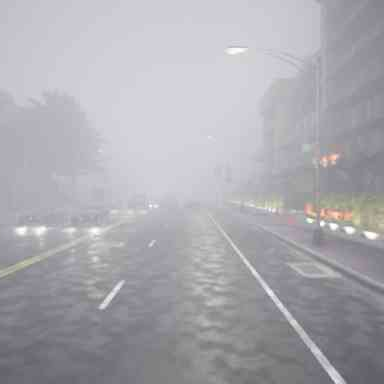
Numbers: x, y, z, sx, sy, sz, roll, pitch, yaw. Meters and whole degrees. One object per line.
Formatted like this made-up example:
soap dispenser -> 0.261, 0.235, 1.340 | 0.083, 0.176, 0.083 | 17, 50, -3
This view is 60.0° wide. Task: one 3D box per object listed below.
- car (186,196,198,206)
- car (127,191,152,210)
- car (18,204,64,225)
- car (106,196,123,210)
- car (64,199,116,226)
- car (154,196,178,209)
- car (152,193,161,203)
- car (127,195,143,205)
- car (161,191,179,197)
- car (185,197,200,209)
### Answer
car -> 0.007, 1.507, 56.896 | 1.882, 1.535, 5.008 | 0, 0, 0
car -> -7.074, 1.247, 44.284 | 2.150, 2.045, 5.566 | 0, 0, 0
car -> -10.595, 1.576, 23.804 | 1.994, 1.385, 4.181 | 0, 0, 0
car -> -10.575, 1.374, 43.802 | 2.097, 1.767, 4.553 | 0, 0, 0
car -> -7.095, 1.517, 23.663 | 1.837, 1.490, 4.892 | 0, 0, 0
car -> -3.403, 1.571, 44.660 | 2.033, 1.411, 5.357 | 0, 0, 0
car -> -6.997, 1.525, 62.724 | 2.128, 1.511, 4.902 | 0, 0, 0
car -> -10.511, 1.388, 61.626 | 2.097, 1.767, 4.553 | 0, 0, 0
car -> -3.493, 1.251, 56.770 | 2.150, 2.045, 5.566 | 0, 0, 0
car -> 0.094, 1.549, 45.496 | 1.812, 1.442, 4.674 | 0, 0, 0
